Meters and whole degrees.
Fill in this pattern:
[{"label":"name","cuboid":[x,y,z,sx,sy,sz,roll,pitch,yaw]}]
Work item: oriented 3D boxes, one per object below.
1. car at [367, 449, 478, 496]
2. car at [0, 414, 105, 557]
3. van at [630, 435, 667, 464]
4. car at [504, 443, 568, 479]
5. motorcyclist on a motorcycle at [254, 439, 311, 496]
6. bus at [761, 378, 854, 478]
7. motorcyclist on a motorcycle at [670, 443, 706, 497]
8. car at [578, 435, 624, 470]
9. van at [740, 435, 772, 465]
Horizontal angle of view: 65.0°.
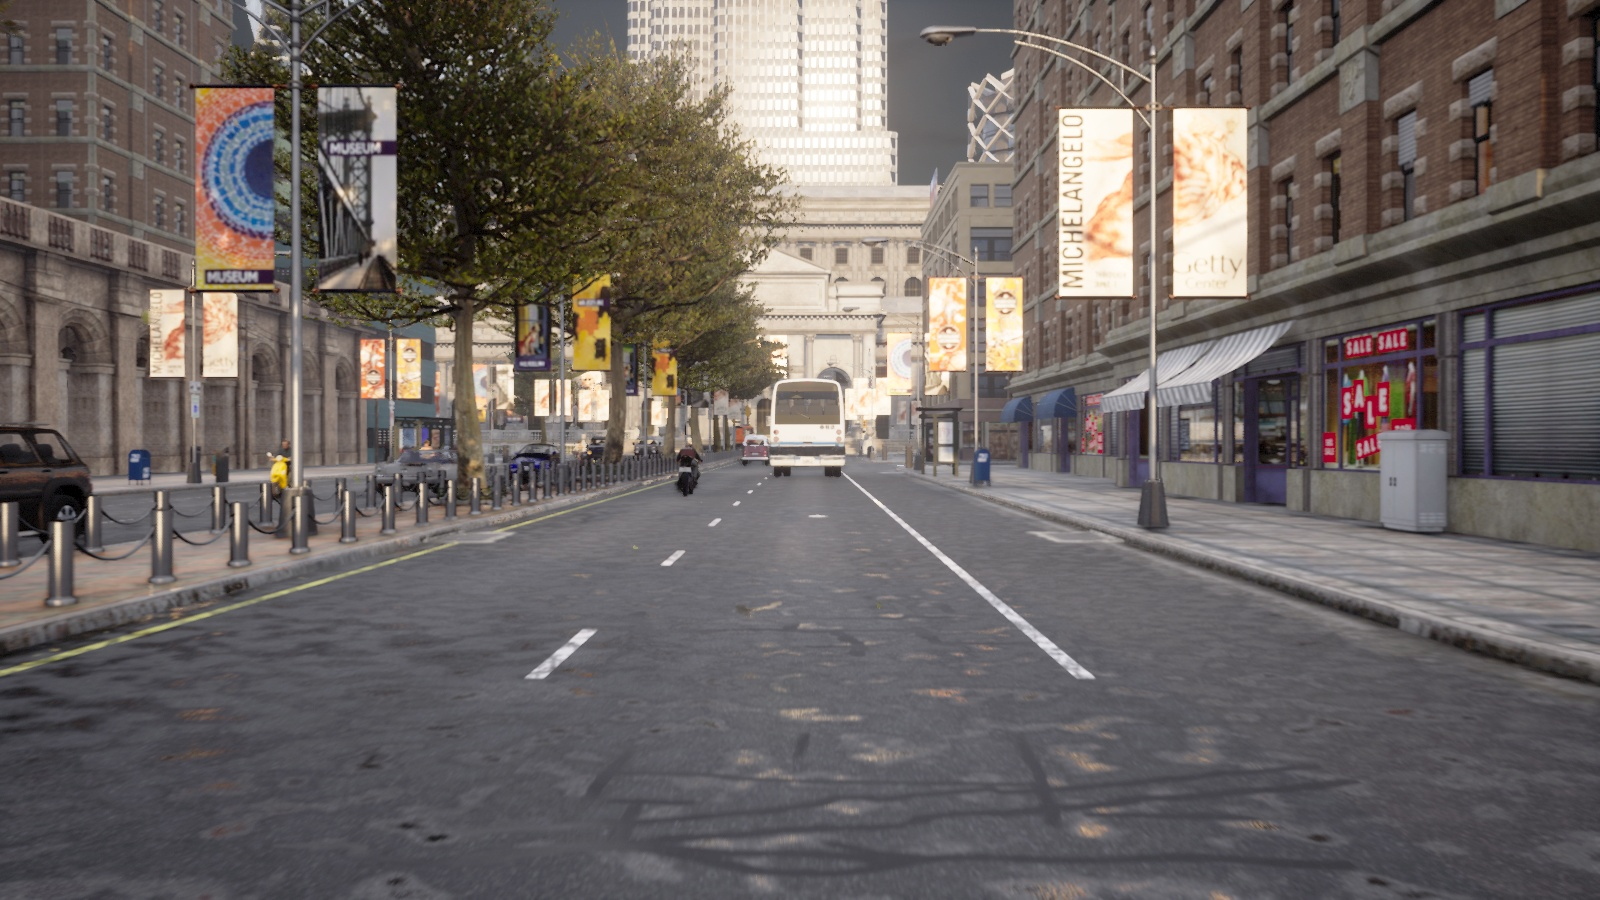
[{"label":"car","cuboid":[-11.270,0.625,37.831,1.895,1.301,4.718,0,0,0]},{"label":"car","cuboid":[-11.332,0.462,16.347,1.932,1.855,4.605,0,0,1]},{"label":"van","cuboid":[-10.968,-0.052,91.123,2.069,2.038,4.480,0,0,0]},{"label":"car","cuboid":[-11.182,0.450,53.361,1.816,1.474,4.193,0,0,0]},{"label":"motorcyclist on a motorcycle","cuboid":[-14.781,0.485,35.940,0.866,1.590,1.817,0,0,0]},{"label":"bus","cuboid":[0.350,-0.961,58.776,3.944,4.253,10.273,0,0,0]},{"label":"motorcyclist on a motorcycle","cuboid":[-3.275,0.571,36.927,0.866,1.530,2.191,0,0,0]},{"label":"car","cuboid":[-11.087,0.138,70.108,1.905,1.878,3.866,0,0,0]},{"label":"van","cuboid":[-2.994,-0.019,86.381,2.069,2.038,4.480,0,0,0]}]
